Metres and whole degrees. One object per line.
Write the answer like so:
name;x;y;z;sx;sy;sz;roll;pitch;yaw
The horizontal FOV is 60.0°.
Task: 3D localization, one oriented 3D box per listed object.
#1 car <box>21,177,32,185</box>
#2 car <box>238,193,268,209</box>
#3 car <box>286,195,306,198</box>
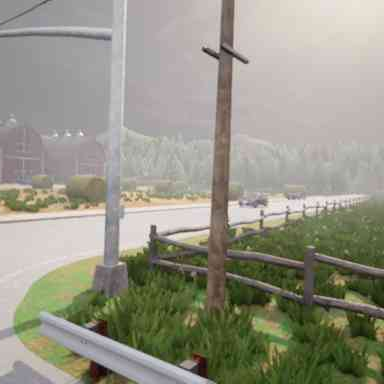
car;-39.329;-2.508;79.426;1.905;1.878;3.866;8;2;-13
car;6.604;0.894;35.464;2.128;1.511;4.902;3;2;33
car;15.340;0.574;48.612;2.033;1.411;5.357;3;2;33
